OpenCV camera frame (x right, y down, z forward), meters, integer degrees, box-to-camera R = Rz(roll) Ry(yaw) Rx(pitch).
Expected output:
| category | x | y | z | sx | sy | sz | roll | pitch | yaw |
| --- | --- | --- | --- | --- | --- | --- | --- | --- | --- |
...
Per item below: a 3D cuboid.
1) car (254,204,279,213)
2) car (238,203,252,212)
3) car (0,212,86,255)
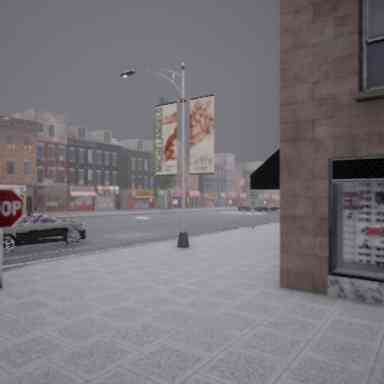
| category | x | y | z | sx | sy | sz | roll | pitch | yaw |
| --- | --- | --- | --- | --- | --- | --- | --- | --- | --- |
| car | 11.742 | 2.447 | 51.274 | 1.895 | 1.301 | 4.718 | 0 | -1 | 35 |
| car | 9.088 | 2.446 | 53.148 | 1.895 | 1.301 | 4.718 | 0 | -1 | 35 |
| car | -6.739 | 1.571 | 13.829 | 2.128 | 1.511 | 4.902 | 0 | -1 | 35 |
